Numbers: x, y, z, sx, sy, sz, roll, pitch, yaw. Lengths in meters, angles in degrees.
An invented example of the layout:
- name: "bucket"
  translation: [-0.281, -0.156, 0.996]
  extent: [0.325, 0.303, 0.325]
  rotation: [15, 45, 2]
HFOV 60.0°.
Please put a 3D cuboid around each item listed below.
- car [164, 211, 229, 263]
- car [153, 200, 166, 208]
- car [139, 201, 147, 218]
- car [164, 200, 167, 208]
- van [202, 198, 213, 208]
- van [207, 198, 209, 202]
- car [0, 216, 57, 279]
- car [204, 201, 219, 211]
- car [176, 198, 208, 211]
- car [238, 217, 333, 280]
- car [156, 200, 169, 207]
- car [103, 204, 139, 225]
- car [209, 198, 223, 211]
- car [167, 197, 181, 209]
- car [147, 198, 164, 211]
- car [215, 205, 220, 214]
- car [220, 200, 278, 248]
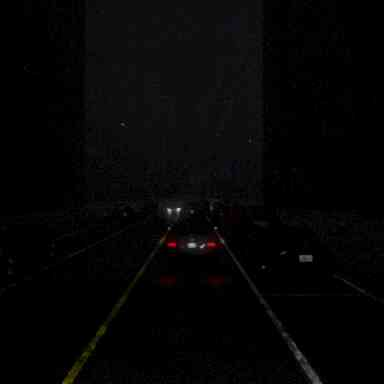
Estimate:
- name: "car"
  translation: [0.015, 1.675, 12.521]
  extent: [2.033, 1.411, 5.357]
  rotation: [0, -1, 0]
- name: "car"
  translation: [-5.746, 2.130, 59.585]
  extent: [1.752, 1.417, 4.829]
  rotation: [0, -1, 0]
- name: "car"
  translation: [-5.754, 1.850, 32.021]
  extent: [1.752, 1.417, 4.829]
  rotation: [0, -1, 0]
- name: "car"
  translation: [-5.747, 2.101, 54.242]
  extent: [2.008, 1.369, 4.403]
  rotation: [0, -1, 0]
- name: "van"
  translation: [2.779, 1.947, 59.757]
  extent: [1.690, 1.788, 3.998]
  rotation: [0, -1, 0]
- name: "van"
  translation: [2.773, 1.723, 37.707]
  extent: [1.690, 1.788, 3.998]
  rotation: [0, -1, 0]
- name: "car"
  translation: [-5.761, 1.543, 10.141]
  extent: [1.967, 1.590, 4.097]
  rotation: [0, -1, 0]
- name: "car"
  translation: [2.776, 2.060, 48.730]
  extent: [1.947, 1.339, 4.313]
  rotation: [0, -1, 0]
- name: "car"
  translation: [0.030, 1.639, 28.417]
  extent: [2.097, 1.767, 4.553]
  rotation: [0, -1, 1]
- name: "car"
  translation: [2.765, 1.669, 10.143]
  extent: [1.947, 1.339, 4.313]
  rotation: [0, -1, 0]
- name: "car"
  translation: [-5.744, 2.214, 65.268]
  extent: [2.008, 1.369, 4.403]
  rotation: [0, -1, 0]
- name: "car"
  translation: [-5.756, 1.710, 26.679]
  extent: [1.967, 1.590, 4.097]
  rotation: [0, -1, 0]
- name: "car"
  translation: [2.769, 1.585, 26.683]
  extent: [2.192, 1.841, 5.009]
  rotation: [0, -1, 0]
- name: "car"
  translation: [-3.057, 2.081, 56.824]
  extent: [1.837, 1.490, 4.892]
  rotation: [0, -1, 0]
- name: "car"
  translation: [-5.749, 1.809, 48.732]
  extent: [2.192, 1.841, 5.009]
  rotation: [0, -1, 0]
- name: "car"
  translation: [2.768, 1.759, 21.168]
  extent: [1.887, 1.381, 4.507]
  rotation: [0, -1, 0]
- name: "car"
  translation: [2.766, 1.473, 15.658]
  extent: [2.192, 1.841, 5.009]
  rotation: [0, -1, 0]
